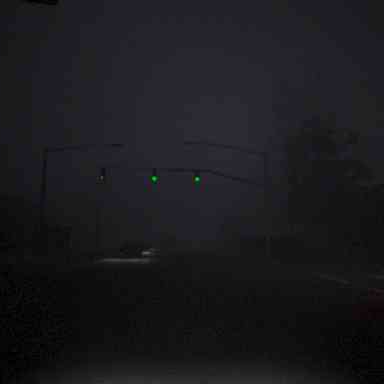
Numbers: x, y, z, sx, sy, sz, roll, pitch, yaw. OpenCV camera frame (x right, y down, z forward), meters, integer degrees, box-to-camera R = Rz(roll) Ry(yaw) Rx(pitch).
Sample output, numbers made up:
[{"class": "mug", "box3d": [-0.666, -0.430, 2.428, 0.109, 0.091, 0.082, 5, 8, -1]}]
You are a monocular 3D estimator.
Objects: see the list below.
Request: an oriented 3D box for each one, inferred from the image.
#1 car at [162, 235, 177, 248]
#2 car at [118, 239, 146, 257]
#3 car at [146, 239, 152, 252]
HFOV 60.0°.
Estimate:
[{"class": "car", "box3d": [-3.646, 8.040, 54.039, 2.150, 2.045, 5.566, 1, -8, -4]}, {"class": "car", "box3d": [-5.811, 5.354, 31.846, 1.882, 1.535, 5.008, 1, -8, -4]}, {"class": "car", "box3d": [-6.433, 6.741, 41.688, 1.994, 1.385, 4.181, 1, -8, -4]}]
